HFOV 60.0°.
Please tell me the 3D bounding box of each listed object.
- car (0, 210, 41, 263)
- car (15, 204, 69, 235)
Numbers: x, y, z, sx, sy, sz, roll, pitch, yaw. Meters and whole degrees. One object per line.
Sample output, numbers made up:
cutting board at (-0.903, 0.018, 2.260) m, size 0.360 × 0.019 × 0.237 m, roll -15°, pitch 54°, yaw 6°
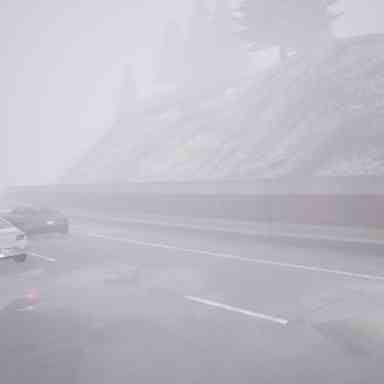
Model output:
car at (-6.599, 1.385, 10.107) m, size 4.674 × 1.442 × 1.812 m, roll 0°, pitch 2°, yaw 42°
car at (-7.594, 1.294, 15.879) m, size 4.181 × 1.385 × 1.994 m, roll 0°, pitch 2°, yaw 44°
